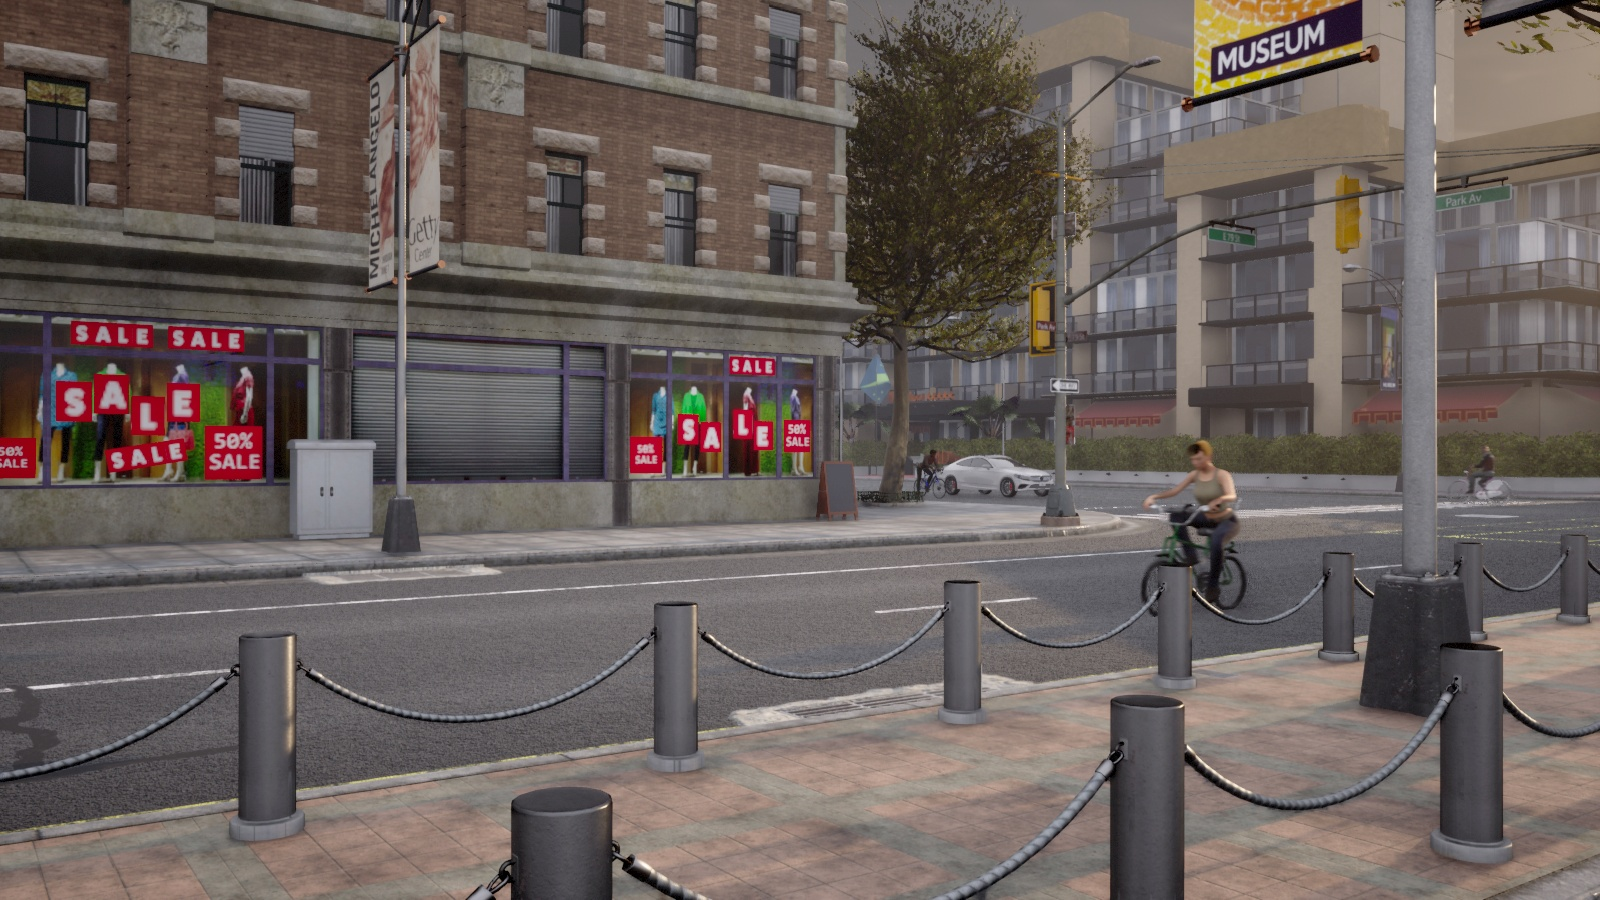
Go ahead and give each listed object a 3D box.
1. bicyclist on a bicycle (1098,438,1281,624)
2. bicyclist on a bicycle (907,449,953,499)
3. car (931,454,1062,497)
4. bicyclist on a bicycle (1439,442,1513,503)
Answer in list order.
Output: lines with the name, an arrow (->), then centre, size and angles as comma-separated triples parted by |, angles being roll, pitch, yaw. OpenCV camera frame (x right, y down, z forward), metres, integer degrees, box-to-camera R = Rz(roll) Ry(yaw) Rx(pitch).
bicyclist on a bicycle -> 3.617, 0.702, 11.640 | 1.509, 1.612, 0.866 | 0, 0, -35
bicyclist on a bicycle -> 4.320, 0.791, 41.780 | 0.582, 1.620, 1.656 | 0, 0, -35
car -> 6.844, 0.864, 44.275 | 1.812, 1.442, 4.674 | 0, 0, -35
bicyclist on a bicycle -> 20.172, 0.664, 37.492 | 0.659, 1.776, 1.843 | 0, 0, -35
